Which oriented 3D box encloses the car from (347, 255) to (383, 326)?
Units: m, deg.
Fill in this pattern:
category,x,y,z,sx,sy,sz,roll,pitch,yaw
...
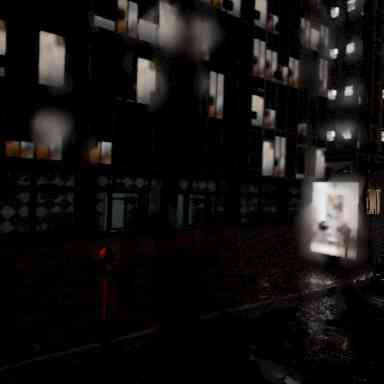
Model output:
category,x,y,z,sx,sy,sz,roll,pitch,yaw
car,4.594,1.603,6.058,4.206,1.307,1.802,1,2,-34
